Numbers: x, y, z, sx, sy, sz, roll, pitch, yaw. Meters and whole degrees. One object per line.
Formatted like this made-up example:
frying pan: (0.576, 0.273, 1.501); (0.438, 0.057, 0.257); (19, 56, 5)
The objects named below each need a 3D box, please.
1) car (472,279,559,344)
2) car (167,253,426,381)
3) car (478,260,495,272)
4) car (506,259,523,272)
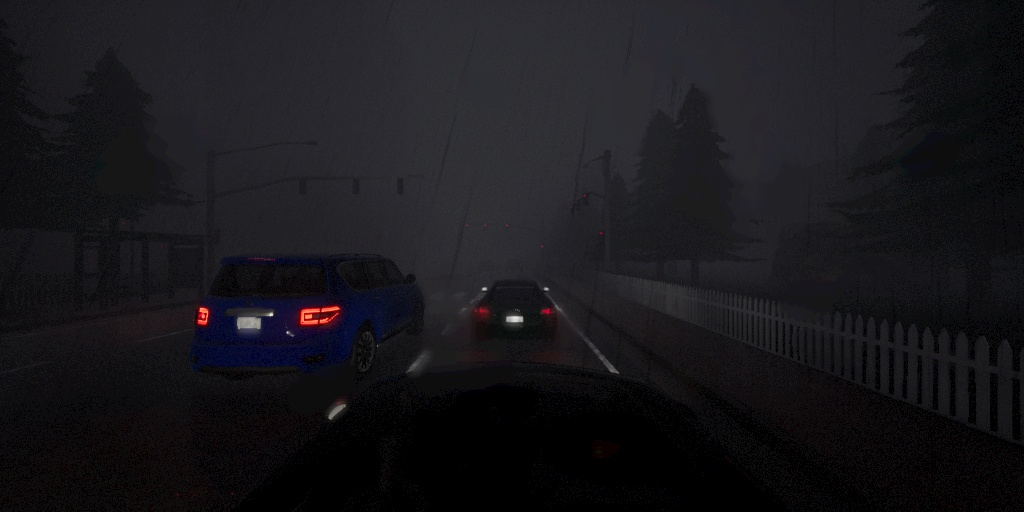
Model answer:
car: (0.090, 1.314, 9.635); (1.994, 1.385, 4.181); (0, 0, 1)
car: (-3.403, 0.972, 7.356); (2.150, 2.045, 5.566); (0, 0, 0)
car: (-3.218, 1.242, 45.556); (2.128, 1.511, 4.902); (0, 0, 1)
car: (0.285, 1.102, 45.609); (2.097, 1.767, 4.553); (0, 0, 0)
